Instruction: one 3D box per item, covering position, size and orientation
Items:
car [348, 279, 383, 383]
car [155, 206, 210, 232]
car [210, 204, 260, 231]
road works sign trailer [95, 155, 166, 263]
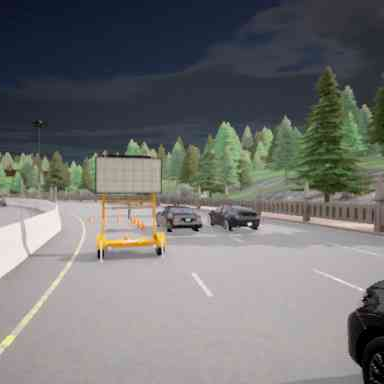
[{"bbox_3d":[3.106,1.219,1.433,2.150,2.045,5.566,0,0,-8],"label":"car"},{"bbox_3d":[-0.970,1.540,19.977,2.033,1.411,5.357,0,0,-17],"label":"car"},{"bbox_3d":[2.449,1.497,20.542,1.837,1.490,4.892,0,0,-17],"label":"car"},{"bbox_3d":[-2.325,0.460,12.242,2.380,3.560,2.880,0,0,-16],"label":"road works sign trailer"}]
